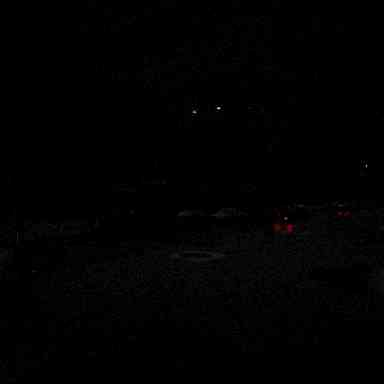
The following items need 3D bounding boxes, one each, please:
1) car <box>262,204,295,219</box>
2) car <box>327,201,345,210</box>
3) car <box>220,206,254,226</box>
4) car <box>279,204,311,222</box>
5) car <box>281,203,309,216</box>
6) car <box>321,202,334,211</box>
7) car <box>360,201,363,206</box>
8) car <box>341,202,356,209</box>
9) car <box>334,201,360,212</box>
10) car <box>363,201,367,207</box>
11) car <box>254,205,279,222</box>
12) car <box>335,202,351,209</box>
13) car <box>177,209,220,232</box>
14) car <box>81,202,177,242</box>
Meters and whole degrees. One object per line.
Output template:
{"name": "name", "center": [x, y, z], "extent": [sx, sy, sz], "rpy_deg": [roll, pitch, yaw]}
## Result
{"name": "car", "center": [9.181, 2.030, 35.170], "extent": [1.947, 1.339, 4.313], "rpy_deg": [-1, -1, 35]}
{"name": "car", "center": [24.727, 2.365, 57.054], "extent": [1.752, 1.417, 4.829], "rpy_deg": [-1, -1, 35]}
{"name": "car", "center": [2.826, 1.834, 26.223], "extent": [1.752, 1.417, 4.829], "rpy_deg": [-1, -1, 35]}
{"name": "car", "center": [9.509, 2.032, 30.888], "extent": [1.895, 1.301, 4.718], "rpy_deg": [0, -1, 35]}
{"name": "car", "center": [12.310, 2.091, 39.575], "extent": [2.008, 1.369, 4.403], "rpy_deg": [-1, -1, 35]}
{"name": "car", "center": [21.696, 2.318, 52.788], "extent": [2.008, 1.369, 4.403], "rpy_deg": [-1, -1, 35]}
{"name": "car", "center": [34.211, 2.634, 70.405], "extent": [1.947, 1.339, 4.313], "rpy_deg": [-1, -1, 35]}
{"name": "car", "center": [31.082, 2.574, 66.001], "extent": [1.802, 1.307, 4.206], "rpy_deg": [-1, -1, 35]}
{"name": "car", "center": [23.928, 2.272, 51.188], "extent": [2.128, 1.511, 4.902], "rpy_deg": [0, -1, 36]}
{"name": "car", "center": [40.467, 2.786, 79.213], "extent": [1.947, 1.339, 4.313], "rpy_deg": [-1, -1, 35]}
{"name": "car", "center": [6.053, 1.954, 30.766], "extent": [1.947, 1.339, 4.313], "rpy_deg": [-1, -1, 35]}
{"name": "car", "center": [27.953, 2.483, 61.596], "extent": [1.947, 1.339, 4.313], "rpy_deg": [-1, -1, 35]}
{"name": "car", "center": [-0.205, 1.817, 21.956], "extent": [1.802, 1.307, 4.206], "rpy_deg": [-1, -1, 35]}
{"name": "car", "center": [-3.333, 1.473, 17.557], "extent": [2.192, 1.841, 5.009], "rpy_deg": [-1, -1, 35]}
